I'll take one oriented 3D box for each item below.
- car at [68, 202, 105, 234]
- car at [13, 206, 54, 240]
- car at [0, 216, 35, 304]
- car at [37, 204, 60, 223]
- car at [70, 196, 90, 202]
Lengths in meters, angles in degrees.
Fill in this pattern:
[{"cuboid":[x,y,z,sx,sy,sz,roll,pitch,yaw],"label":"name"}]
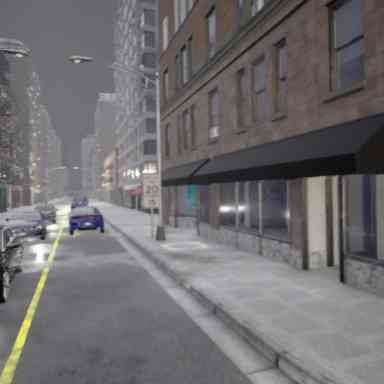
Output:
[{"cuboid":[-6.488,1.605,20.389,1.882,1.535,5.008,-1,0,-19],"label":"car"},{"cuboid":[-8.650,1.703,17.677,1.812,1.442,4.674,-1,0,-19],"label":"car"},{"cuboid":[-5.277,1.603,8.084,2.128,1.511,4.902,-1,0,-21],"label":"car"},{"cuboid":[-12.050,1.748,27.341,1.837,1.490,4.892,-1,0,-20],"label":"car"},{"cuboid":[-14.400,1.506,42.757,2.150,2.045,5.566,-1,0,-19],"label":"car"}]
